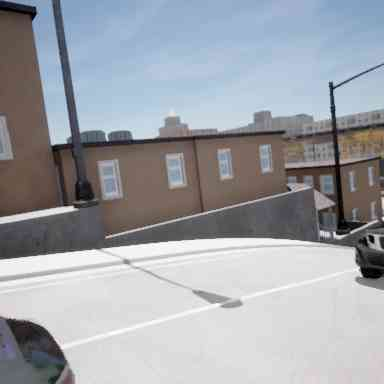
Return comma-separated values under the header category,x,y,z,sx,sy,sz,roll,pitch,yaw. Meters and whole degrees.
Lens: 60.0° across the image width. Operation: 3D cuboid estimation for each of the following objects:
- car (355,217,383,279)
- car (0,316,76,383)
category,x,y,z,sx,sy,sz,roll,pitch,yaw
car,6.695,1.331,9.055,5.566,2.045,2.150,5,-3,-37
car,-2.868,1.569,1.932,4.181,1.385,1.994,0,0,-37
